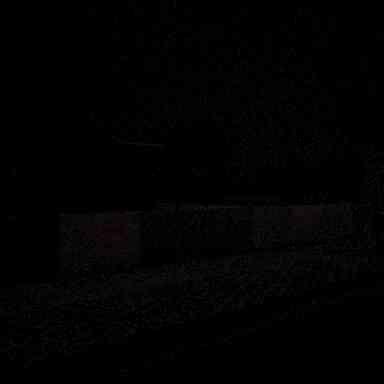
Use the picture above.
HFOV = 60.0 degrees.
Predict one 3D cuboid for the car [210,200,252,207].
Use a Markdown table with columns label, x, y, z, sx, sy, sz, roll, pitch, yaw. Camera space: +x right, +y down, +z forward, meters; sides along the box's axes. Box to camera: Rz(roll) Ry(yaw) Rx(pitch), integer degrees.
| label | x | y | z | sx | sy | sz | roll | pitch | yaw |
| --- | --- | --- | --- | --- | --- | --- | --- | --- | --- |
| car | 3.990 | 1.616 | 34.445 | 4.902 | 1.511 | 2.128 | 0 | 3 | 41 |
